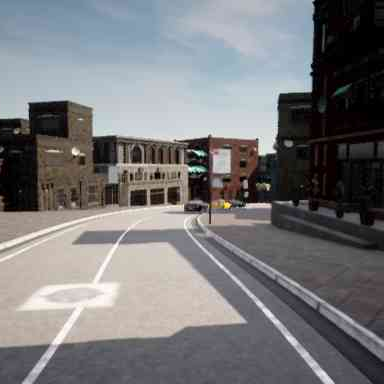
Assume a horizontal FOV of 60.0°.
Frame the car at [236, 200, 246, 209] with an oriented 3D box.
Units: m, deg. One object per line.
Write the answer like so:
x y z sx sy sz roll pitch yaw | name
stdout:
6.899 1.960 52.137 1.837 1.490 4.892 4 1 34 | car

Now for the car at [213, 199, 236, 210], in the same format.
4.112 1.758 47.406 1.801 1.575 5.366 3 0 27 | car

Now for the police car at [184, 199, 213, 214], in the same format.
0.598 1.601 38.533 1.930 1.638 5.238 2 0 16 | police car
